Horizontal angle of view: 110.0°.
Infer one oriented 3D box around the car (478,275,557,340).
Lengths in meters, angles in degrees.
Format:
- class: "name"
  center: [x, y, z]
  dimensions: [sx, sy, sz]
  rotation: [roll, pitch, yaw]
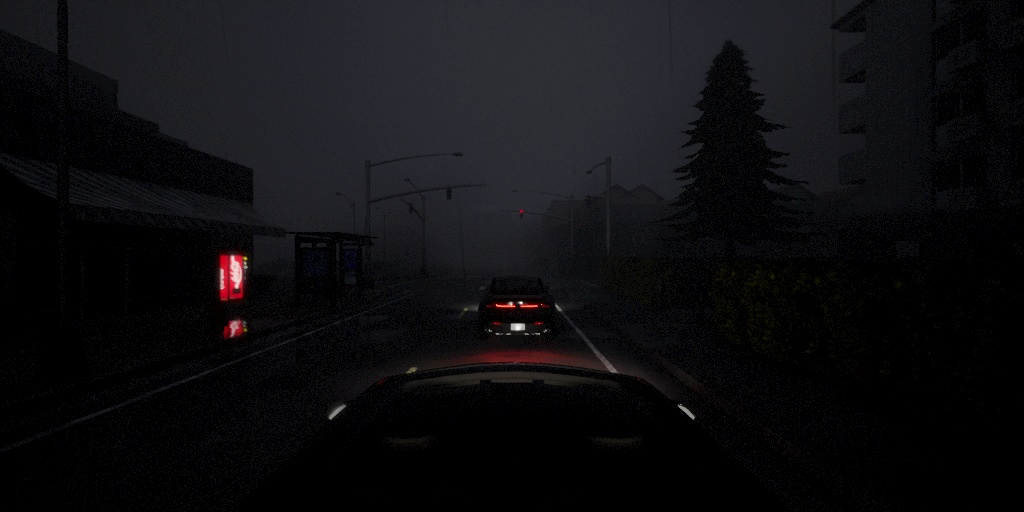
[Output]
- class: "car"
  center: [0.119, 1.255, 10.016]
  dimensions: [1.837, 1.490, 4.892]
  rotation: [0, 0, 0]
